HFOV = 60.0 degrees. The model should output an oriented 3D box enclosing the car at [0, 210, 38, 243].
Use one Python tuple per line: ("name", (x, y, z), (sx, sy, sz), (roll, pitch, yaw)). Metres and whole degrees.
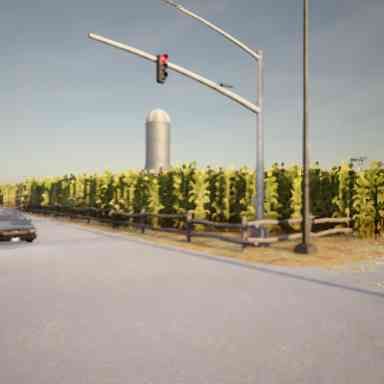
("car", (-8.892, 1.562, 15.734), (2.033, 1.411, 5.357), (0, 0, -39))
